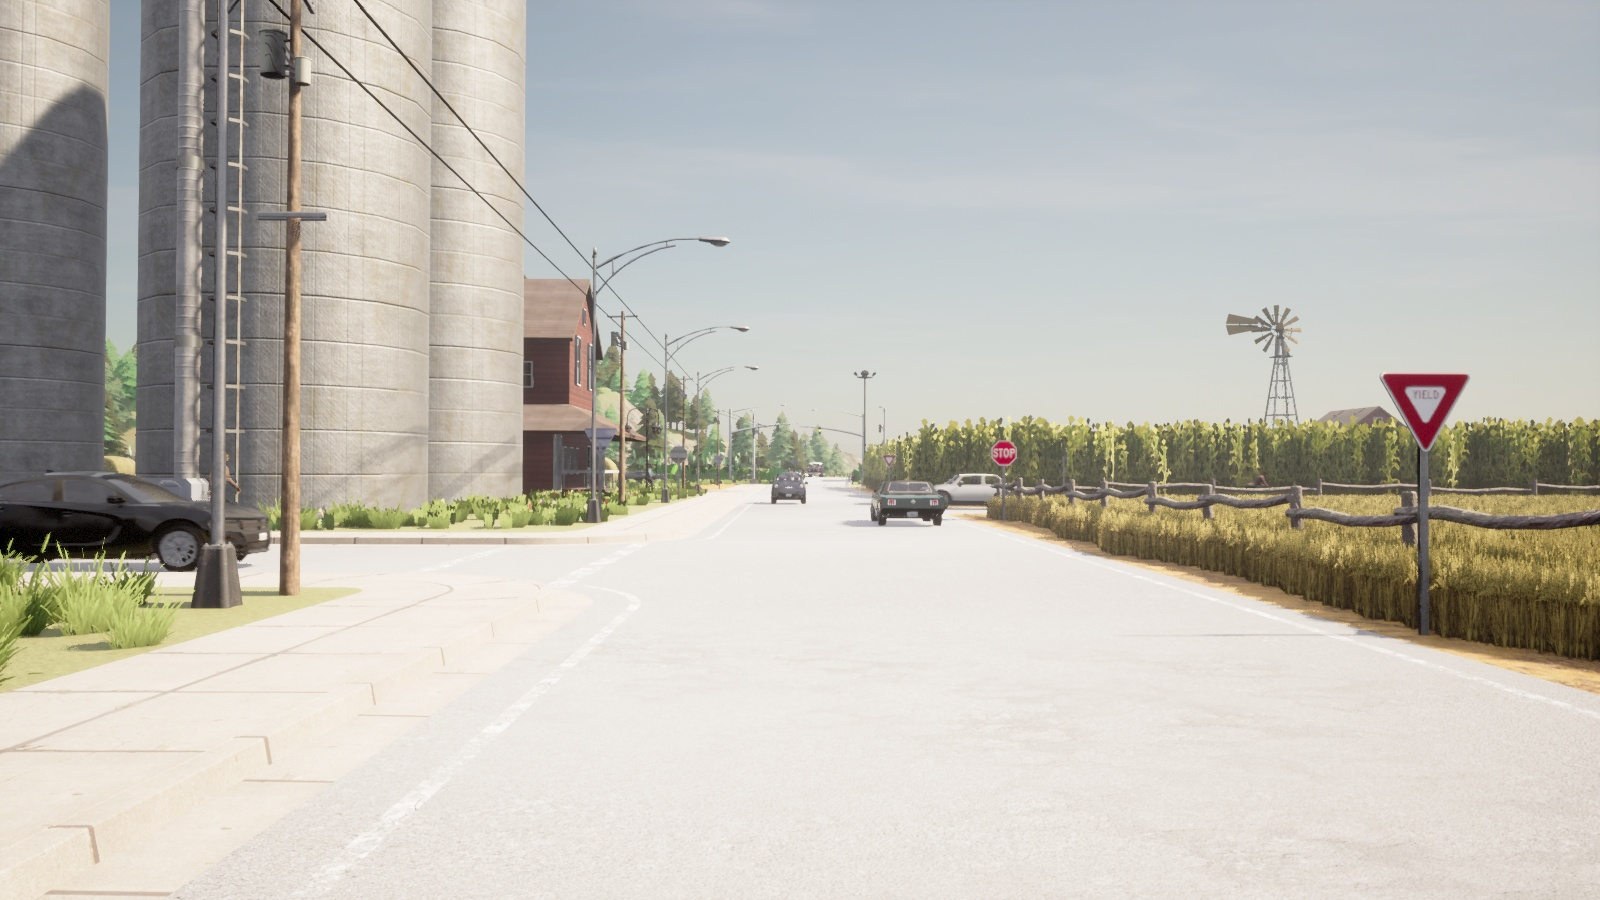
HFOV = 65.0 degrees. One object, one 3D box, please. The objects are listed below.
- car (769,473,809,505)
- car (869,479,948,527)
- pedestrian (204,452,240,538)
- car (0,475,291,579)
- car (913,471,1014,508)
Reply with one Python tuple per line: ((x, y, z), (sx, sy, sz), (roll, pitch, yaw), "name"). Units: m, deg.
((-0.526, 1.838, 60.131), (1.845, 1.501, 3.633), (0, -1, -1), "car")
((3.166, 1.531, 37.538), (1.895, 1.301, 4.718), (0, -1, 0), "car")
((-12.625, 0.980, 27.437), (0.634, 1.846, 0.331), (0, -1, 2), "pedestrian")
((-10.886, 1.167, 19.741), (5.008, 1.535, 1.882), (0, -1, -1), "car")
((6.733, 1.626, 52.099), (3.806, 1.475, 1.970), (0, -1, -5), "car")
